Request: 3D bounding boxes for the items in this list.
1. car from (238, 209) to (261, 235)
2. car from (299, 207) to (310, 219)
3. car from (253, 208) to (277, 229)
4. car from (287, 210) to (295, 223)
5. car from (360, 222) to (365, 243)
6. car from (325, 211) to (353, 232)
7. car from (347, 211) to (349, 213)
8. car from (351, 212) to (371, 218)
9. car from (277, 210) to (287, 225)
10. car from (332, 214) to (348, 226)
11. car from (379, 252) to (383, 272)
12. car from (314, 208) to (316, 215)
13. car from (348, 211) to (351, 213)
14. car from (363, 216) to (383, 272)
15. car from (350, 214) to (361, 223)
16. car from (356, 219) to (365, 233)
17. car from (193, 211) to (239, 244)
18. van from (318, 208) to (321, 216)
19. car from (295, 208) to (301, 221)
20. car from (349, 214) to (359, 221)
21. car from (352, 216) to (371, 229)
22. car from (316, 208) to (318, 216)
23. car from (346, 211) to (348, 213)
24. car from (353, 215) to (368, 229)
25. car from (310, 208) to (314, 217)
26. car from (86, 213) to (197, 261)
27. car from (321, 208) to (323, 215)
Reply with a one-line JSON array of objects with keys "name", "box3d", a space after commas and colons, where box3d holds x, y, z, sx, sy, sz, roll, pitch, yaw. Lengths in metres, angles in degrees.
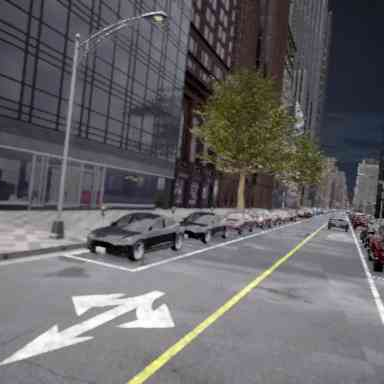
[{"name": "car", "box3d": [2.943, 1.958, 22.005, 1.802, 1.307, 4.206, 6, 0, 25]}, {"name": "car", "box3d": [17.001, 3.494, 52.745, 1.887, 1.381, 4.507, 6, 0, 25]}, {"name": "car", "box3d": [5.300, 2.075, 27.128, 1.967, 1.590, 4.097, 6, 0, 25]}, {"name": "car", "box3d": [9.906, 2.674, 37.220, 1.752, 1.417, 4.829, 6, 0, 25]}, {"name": "car", "box3d": [10.650, 2.708, 18.439, 1.947, 1.339, 4.313, 6, 0, 25]}, {"name": "car", "box3d": [15.239, 3.170, 34.612, 2.128, 1.511, 4.902, 6, 0, 25]}, {"name": "car", "box3d": [29.413, 4.560, 59.421, 2.192, 1.841, 5.009, 6, 0, 25]}, {"name": "car", "box3d": [20.045, 3.502, 38.931, 2.192, 1.841, 5.009, 6, 0, 25]}, {"name": "car", "box3d": [7.628, 2.477, 32.252, 1.802, 1.307, 4.206, 6, 0, 25]}, {"name": "car", "box3d": [21.247, 3.957, 47.775, 1.895, 1.301, 4.718, 6, 0, 25]}, {"name": "car", "box3d": [5.963, 2.212, 8.193, 1.802, 1.307, 4.206, 6, 0, 25]}, {"name": "car", "box3d": [21.684, 4.045, 62.992, 1.947, 1.339, 4.313, 6, 0, 25]}, {"name": "car", "box3d": [24.729, 4.031, 49.175, 2.192, 1.841, 5.009, 6, 0, 25]}, {"name": "car", "box3d": [8.334, 2.201, 13.317, 2.192, 1.841, 5.009, 6, 0, 25]}, {"name": "car", "box3d": [31.803, 5.044, 64.697, 1.752, 1.417, 4.829, 6, 0, 25]}, {"name": "car", "box3d": [12.993, 2.966, 23.561, 1.947, 1.339, 4.313, 6, 0, 25]}, {"name": "car", "box3d": [0.602, 1.685, 16.882, 1.947, 1.339, 4.313, 6, 0, 25]}, {"name": "van", "box3d": [28.730, 4.635, 78.363, 1.690, 1.788, 3.998, 6, 0, 25]}, {"name": "car", "box3d": [12.315, 2.986, 42.499, 1.947, 1.339, 4.313, 6, 0, 25]}, {"name": "car", "box3d": [36.408, 5.640, 74.787, 1.802, 1.307, 4.206, 6, 0, 25]}, {"name": "car", "box3d": [22.361, 4.015, 44.051, 1.947, 1.339, 4.313, 6, 0, 25]}, {"name": "car", "box3d": [24.024, 4.327, 68.114, 1.802, 1.307, 4.206, 6, 0, 25]}, {"name": "car", "box3d": [41.093, 6.155, 85.033, 1.887, 1.381, 4.507, 6, 0, 25]}, {"name": "car", "box3d": [17.679, 3.467, 33.807, 1.887, 1.381, 4.507, 6, 0, 25]}, {"name": "car", "box3d": [19.367, 3.530, 57.869, 2.192, 1.841, 5.009, 6, 0, 25]}, {"name": "car", "box3d": [-1.741, 1.430, 11.758, 1.947, 1.339, 4.313, 6, 0, 25]}, {"name": "car", "box3d": [31.061, 5.010, 83.485, 1.967, 1.590, 4.097, 6, 0, 25]}]
